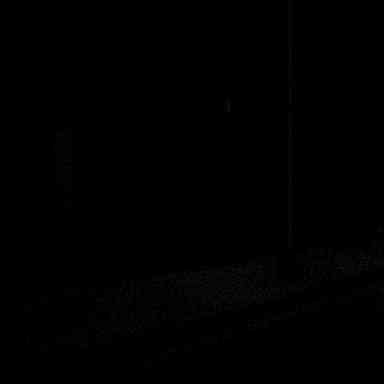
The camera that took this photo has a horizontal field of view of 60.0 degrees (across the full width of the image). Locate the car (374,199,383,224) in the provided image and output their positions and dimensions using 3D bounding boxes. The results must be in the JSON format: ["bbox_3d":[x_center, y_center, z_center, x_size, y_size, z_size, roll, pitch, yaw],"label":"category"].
[{"bbox_3d":[11.800,1.223,20.859,2.097,1.767,4.553,0,0,-38],"label":"car"}]
